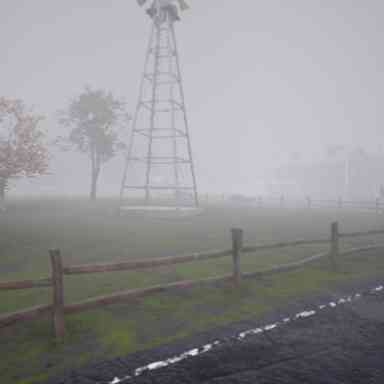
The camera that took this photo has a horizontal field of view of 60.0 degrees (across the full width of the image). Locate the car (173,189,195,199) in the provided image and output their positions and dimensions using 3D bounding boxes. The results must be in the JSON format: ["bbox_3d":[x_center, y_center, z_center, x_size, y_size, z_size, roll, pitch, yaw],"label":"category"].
[{"bbox_3d":[-1.666,0.284,65.621,2.150,2.045,5.566,1,0,-35],"label":"car"}]

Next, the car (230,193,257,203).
[{"bbox_3d":[8.010,0.948,51.806,1.882,1.535,5.008,1,0,-35],"label":"car"}]
